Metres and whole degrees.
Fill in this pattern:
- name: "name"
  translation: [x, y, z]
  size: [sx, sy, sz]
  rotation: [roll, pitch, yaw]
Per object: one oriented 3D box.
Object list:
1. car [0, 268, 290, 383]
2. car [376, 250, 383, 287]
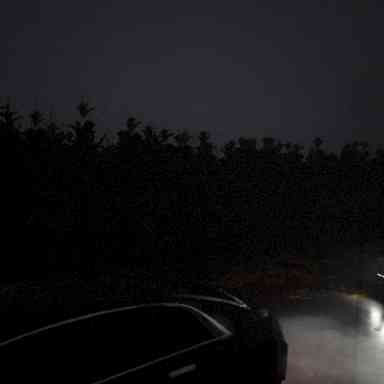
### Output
- name: "car"
  translation: [-1.316, 1.505, 2.546]
  size: [4.892, 1.490, 1.837]
  rotation: [0, 0, -35]
- name: "car"
  translation: [6.276, 1.465, 7.902]
  size: [4.902, 1.511, 2.128]
  rotation: [0, 0, -35]
